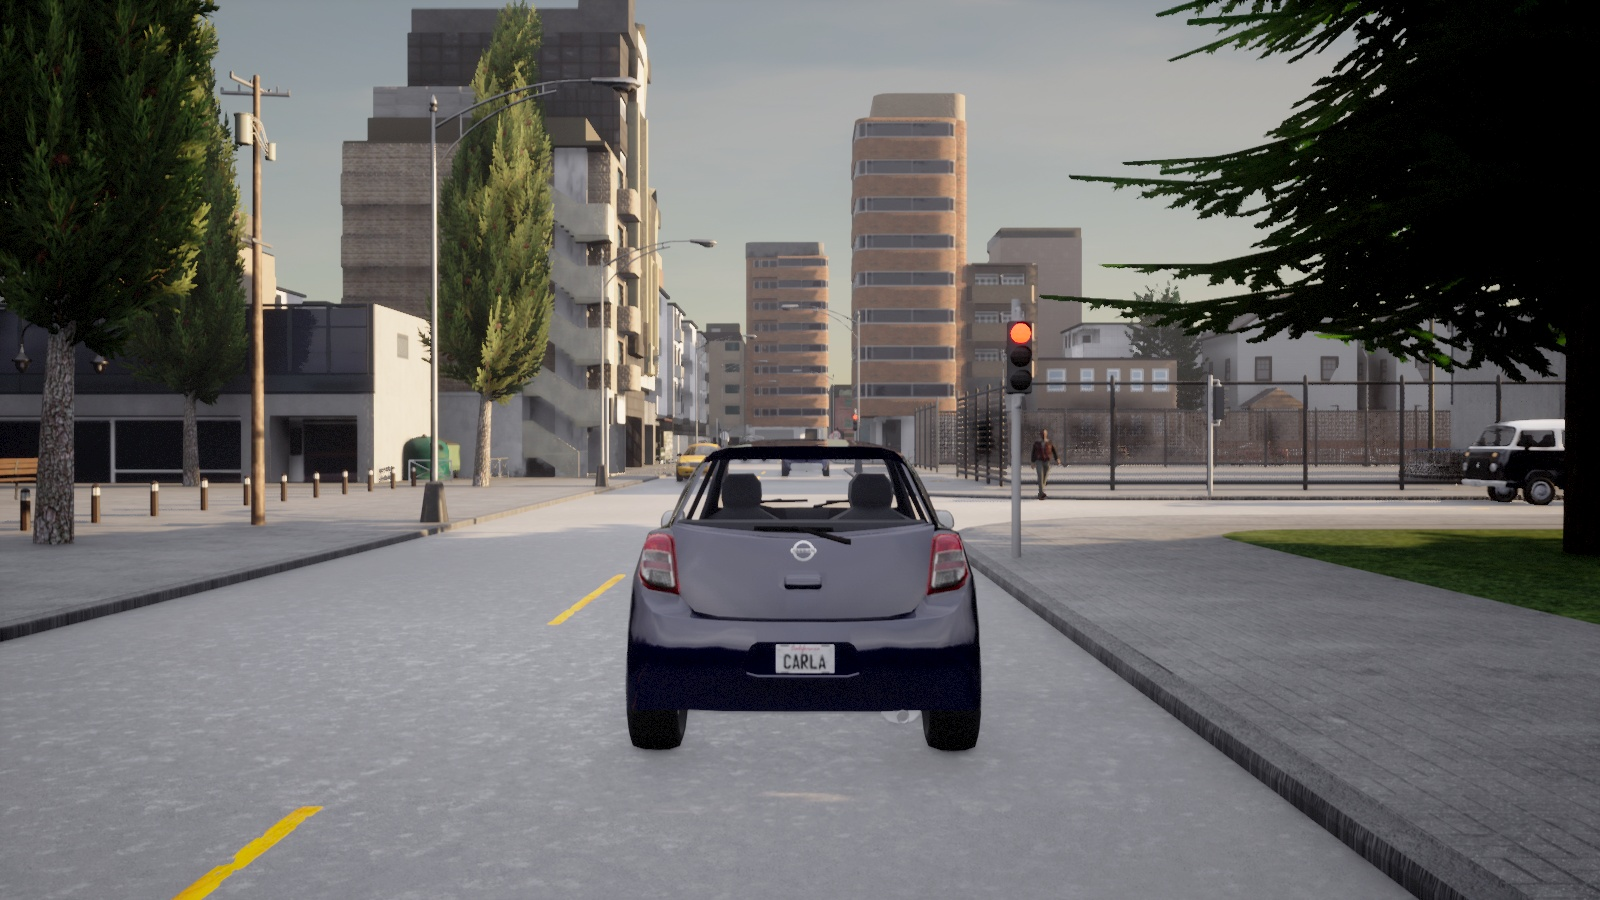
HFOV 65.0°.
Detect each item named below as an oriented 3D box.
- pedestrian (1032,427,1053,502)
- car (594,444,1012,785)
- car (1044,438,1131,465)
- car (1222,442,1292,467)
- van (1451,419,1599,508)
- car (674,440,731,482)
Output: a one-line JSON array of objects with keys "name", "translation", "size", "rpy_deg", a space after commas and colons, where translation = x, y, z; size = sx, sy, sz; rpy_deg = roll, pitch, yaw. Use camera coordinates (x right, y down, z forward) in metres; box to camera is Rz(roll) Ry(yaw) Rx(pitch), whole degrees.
[{"name": "pedestrian", "translation": [6.078, 0.361, 31.450], "size": [0.376, 1.854, 0.720], "rpy_deg": [0, 0, 0]}, {"name": "car", "translation": [0.036, 0.717, 7.361], "size": [1.845, 1.501, 3.633], "rpy_deg": [0, 0, 1]}, {"name": "car", "translation": [18.130, 0.070, 79.328], "size": [5.027, 1.651, 2.152], "rpy_deg": [0, 0, 0]}, {"name": "car", "translation": [28.825, 0.278, 79.272], "size": [3.705, 1.549, 1.789], "rpy_deg": [0, 0, 0]}, {"name": "van", "translation": [18.349, 0.310, 30.034], "size": [4.480, 2.038, 2.069], "rpy_deg": [1, 0, -1]}, {"name": "car", "translation": [-3.769, 0.390, 49.318], "size": [1.801, 1.575, 5.366], "rpy_deg": [0, 0, 0]}]
